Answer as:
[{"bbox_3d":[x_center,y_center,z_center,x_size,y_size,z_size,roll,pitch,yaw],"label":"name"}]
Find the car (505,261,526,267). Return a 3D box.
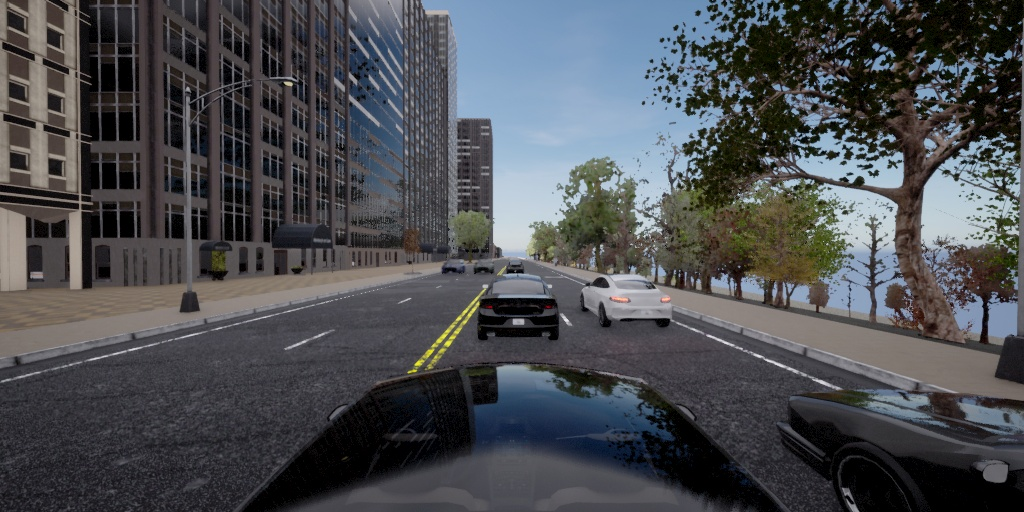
[{"bbox_3d":[0.337,1.251,37.324,1.837,1.490,4.892,0,0,0],"label":"car"}]

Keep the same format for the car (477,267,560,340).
[{"bbox_3d":[0.155,1.227,9.979,1.882,1.535,5.008,0,0,0],"label":"car"}]

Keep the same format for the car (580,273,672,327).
[{"bbox_3d":[3.412,1.274,11.360,1.812,1.442,4.674,0,0,0],"label":"car"}]

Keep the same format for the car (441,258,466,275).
[{"bbox_3d":[-6.311,1.097,39.186,2.097,1.767,4.553,0,0,1],"label":"car"}]

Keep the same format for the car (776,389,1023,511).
[{"bbox_3d":[3.343,1.297,0.789,2.033,1.411,5.357,0,0,0],"label":"car"}]

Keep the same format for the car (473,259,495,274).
[{"bbox_3d":[-3.052,1.098,39.860,2.097,1.767,4.553,0,0,1],"label":"car"}]
